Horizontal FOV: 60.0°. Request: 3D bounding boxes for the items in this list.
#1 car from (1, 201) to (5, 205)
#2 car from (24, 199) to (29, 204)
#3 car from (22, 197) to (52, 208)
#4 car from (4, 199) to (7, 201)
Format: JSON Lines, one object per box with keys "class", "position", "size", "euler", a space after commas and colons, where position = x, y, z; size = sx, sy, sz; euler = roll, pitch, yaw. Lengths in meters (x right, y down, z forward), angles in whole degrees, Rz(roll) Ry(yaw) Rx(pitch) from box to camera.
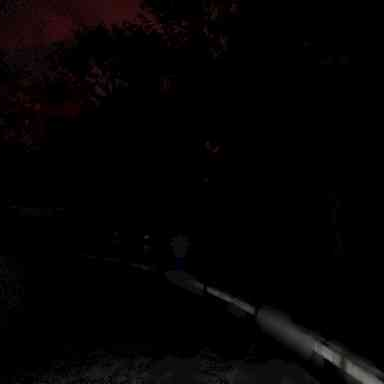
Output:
{"class": "car", "position": [-27.648, 2.484, 46.405], "size": [4.792, 1.488, 2.163], "euler": [-2, 1, 22]}
{"class": "car", "position": [-25.573, 2.303, 51.571], "size": [5.008, 1.535, 2.097], "euler": [-2, 1, 22]}
{"class": "car", "position": [-32.380, 2.092, 69.373], "size": [5.566, 2.045, 2.435], "euler": [-2, 1, 22]}
{"class": "car", "position": [-35.590, 2.571, 61.611], "size": [4.892, 1.521, 2.231], "euler": [-2, 1, 22]}
